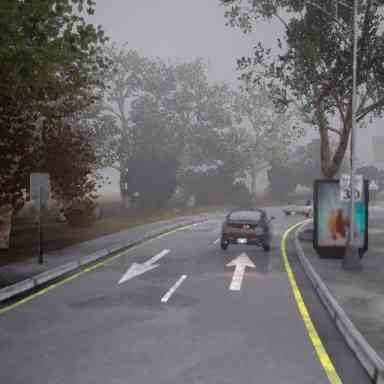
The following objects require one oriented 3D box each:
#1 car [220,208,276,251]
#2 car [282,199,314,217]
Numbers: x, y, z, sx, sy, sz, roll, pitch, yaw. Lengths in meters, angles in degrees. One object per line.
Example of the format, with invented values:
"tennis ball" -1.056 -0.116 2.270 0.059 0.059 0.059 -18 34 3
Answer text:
"car" 2.398 1.429 14.008 1.837 1.490 4.892 1 1 15
"car" 9.046 1.238 26.643 1.895 1.301 4.718 2 2 41
